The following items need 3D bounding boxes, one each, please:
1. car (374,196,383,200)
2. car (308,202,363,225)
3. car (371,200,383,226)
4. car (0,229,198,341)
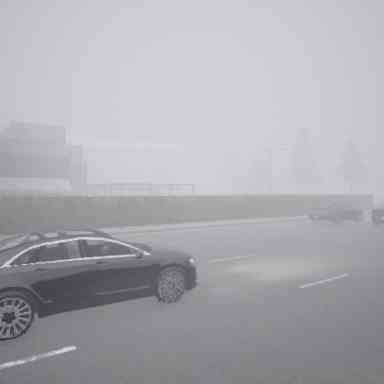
[{"bbox_3d":[44.808,1.586,78.760,1.895,1.301,4.718,0,0,11],"label":"car"},{"bbox_3d":[10.493,1.489,24.108,4.902,1.511,2.128,0,0,-35],"label":"car"},{"bbox_3d":[14.011,1.475,22.317,5.008,1.535,1.882,0,0,-35],"label":"car"},{"bbox_3d":[-2.121,1.491,6.531,4.902,1.511,2.128,0,0,-35],"label":"car"}]
